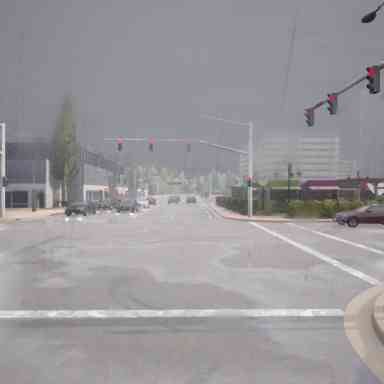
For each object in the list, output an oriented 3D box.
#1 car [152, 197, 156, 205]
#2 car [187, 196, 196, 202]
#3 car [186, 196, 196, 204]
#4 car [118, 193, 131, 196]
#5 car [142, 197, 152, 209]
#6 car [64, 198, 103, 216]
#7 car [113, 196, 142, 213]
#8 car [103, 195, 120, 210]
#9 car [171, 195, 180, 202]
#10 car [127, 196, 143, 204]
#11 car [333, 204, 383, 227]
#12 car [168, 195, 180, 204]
[{"bbox_3d":[-7.209,1.563,56.767,1.994,1.385,4.181,0,0,0],"label":"car"},{"bbox_3d":[-0.168,1.467,74.820,1.895,1.301,4.718,0,0,0],"label":"car"},{"bbox_3d":[-0.145,1.491,64.515,2.128,1.511,4.902,0,0,0],"label":"car"},{"bbox_3d":[-10.715,1.221,52.069,2.150,2.045,5.566,0,0,0],"label":"car"},{"bbox_3d":[-7.199,1.525,46.807,1.812,1.442,4.674,0,0,0],"label":"car"},{"bbox_3d":[-10.673,1.547,32.527,2.033,1.411,5.357,0,0,0],"label":"car"},{"bbox_3d":[-7.185,1.504,37.621,1.837,1.490,4.892,0,0,0],"label":"car"},{"bbox_3d":[-10.693,1.504,42.083,1.837,1.490,4.892,0,0,0],"label":"car"},{"bbox_3d":[-3.668,1.424,74.780,1.994,1.385,4.181,0,0,0],"label":"car"},{"bbox_3d":[-10.691,1.547,62.766,2.033,1.411,5.357,0,0,1],"label":"car"},{"bbox_3d":[11.757,1.525,21.874,4.674,1.442,1.812,0,0,1],"label":"car"},{"bbox_3d":[-3.645,1.547,64.507,2.033,1.411,5.357,0,0,0],"label":"car"}]
